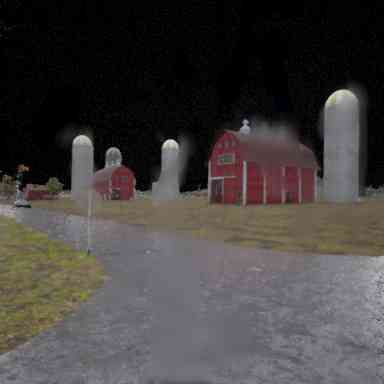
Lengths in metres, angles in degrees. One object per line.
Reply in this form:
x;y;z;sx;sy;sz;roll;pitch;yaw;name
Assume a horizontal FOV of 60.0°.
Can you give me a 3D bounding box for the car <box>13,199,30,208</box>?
-26.770;1.824;52.249;1.994;1.385;4.181;2;-2;-36;car
